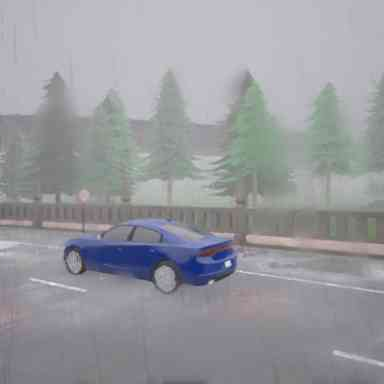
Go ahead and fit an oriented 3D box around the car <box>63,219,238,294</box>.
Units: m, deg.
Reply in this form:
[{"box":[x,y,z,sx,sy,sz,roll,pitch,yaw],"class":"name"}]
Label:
[{"box":[-1.280,1.450,8.742,5.008,1.535,1.882,0,0,33],"class":"car"}]
